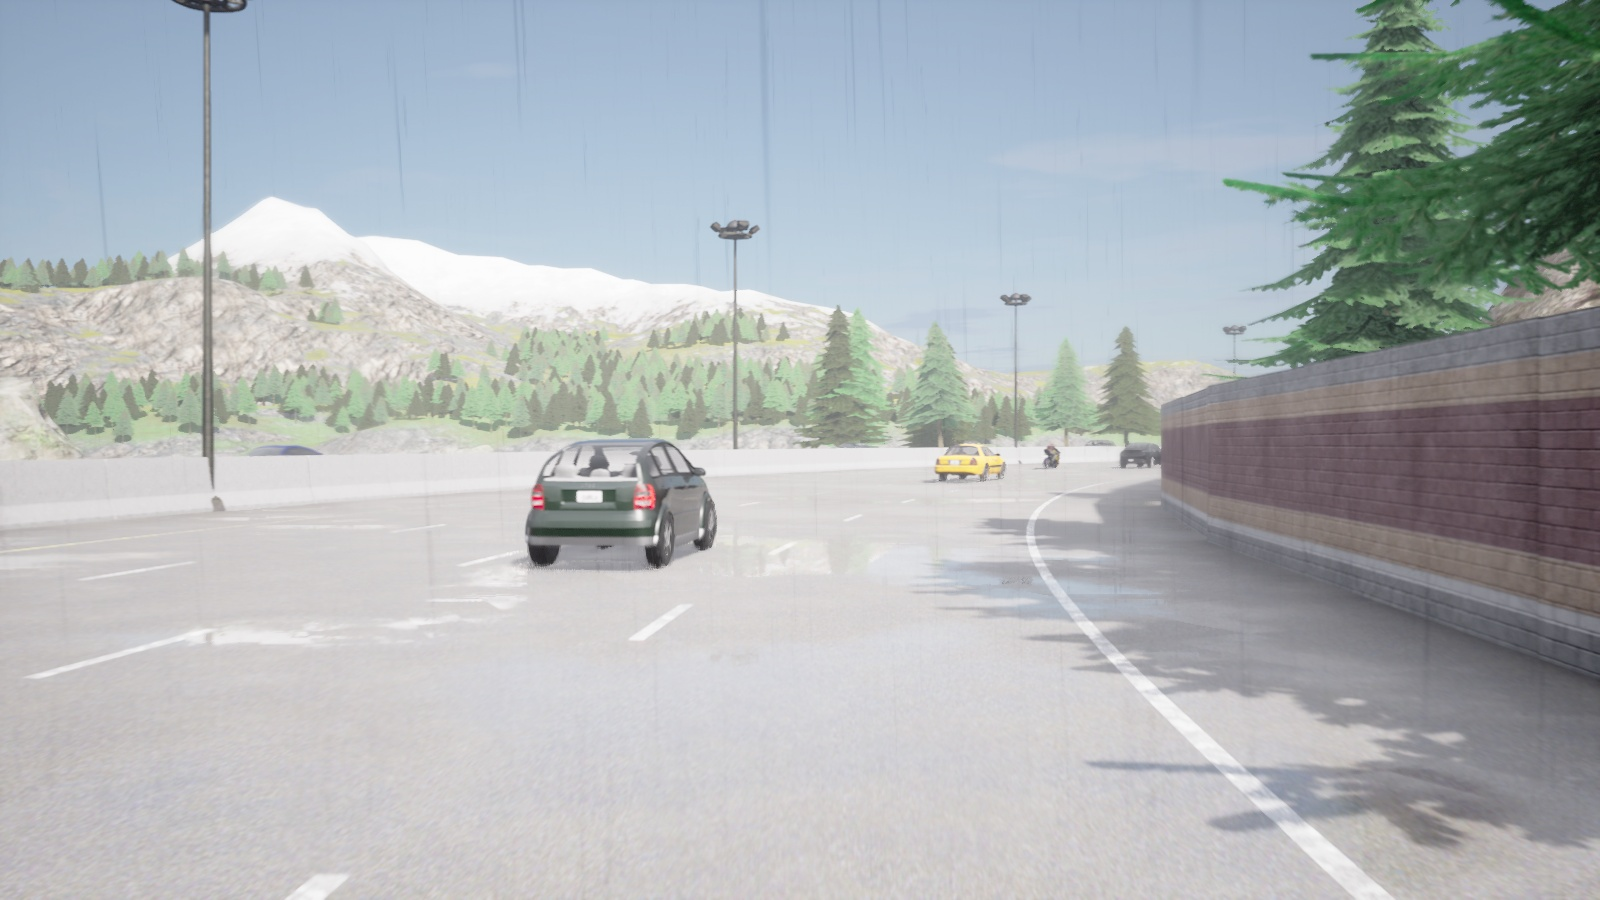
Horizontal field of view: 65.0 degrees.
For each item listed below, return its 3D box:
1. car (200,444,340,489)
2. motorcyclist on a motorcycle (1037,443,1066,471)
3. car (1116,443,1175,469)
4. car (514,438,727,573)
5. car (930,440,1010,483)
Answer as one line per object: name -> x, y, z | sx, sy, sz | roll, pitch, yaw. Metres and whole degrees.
car -> -17.879, 0.510, 42.641 | 1.812, 1.442, 4.674 | 0, 0, 17
motorcyclist on a motorcycle -> 14.382, 0.394, 71.655 | 0.866, 1.530, 2.191 | 1, 1, 32
car -> 20.518, 0.356, 74.486 | 1.837, 1.490, 4.892 | 0, 0, 35
car -> -2.205, 0.630, 16.433 | 1.789, 1.549, 3.705 | 0, 0, 8
car -> 6.714, 0.416, 49.172 | 1.801, 1.575, 5.366 | 0, 0, 22
